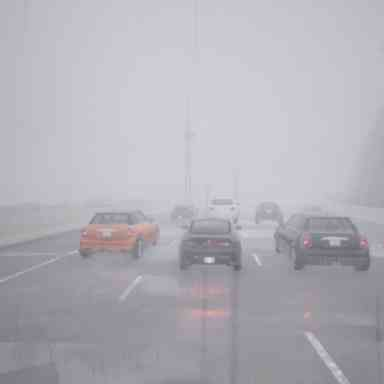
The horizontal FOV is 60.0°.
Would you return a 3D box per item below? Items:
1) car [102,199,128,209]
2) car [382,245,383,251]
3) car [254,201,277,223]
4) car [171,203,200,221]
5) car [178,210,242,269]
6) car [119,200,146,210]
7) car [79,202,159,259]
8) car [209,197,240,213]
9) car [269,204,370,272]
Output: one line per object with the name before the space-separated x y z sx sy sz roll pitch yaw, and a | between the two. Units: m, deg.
car | -12.549 1.900 54.343 1.882 1.535 5.008 0 -1 18
car | 7.500 1.643 9.343 2.033 1.411 5.357 0 0 5
car | 6.341 1.598 27.859 2.097 1.767 4.553 0 0 10
car | -0.543 1.745 29.153 1.837 1.490 4.892 0 -1 10
car | 0.666 1.605 11.523 1.837 1.490 4.892 0 0 5
car | -9.377 1.964 52.800 2.033 1.411 5.357 0 -1 17
car | -2.677 1.457 13.316 2.097 1.767 4.553 0 -1 5
car | 2.716 1.456 27.607 2.150 2.045 5.566 0 -1 10
car | 4.171 1.459 11.435 2.097 1.767 4.553 0 0 4
